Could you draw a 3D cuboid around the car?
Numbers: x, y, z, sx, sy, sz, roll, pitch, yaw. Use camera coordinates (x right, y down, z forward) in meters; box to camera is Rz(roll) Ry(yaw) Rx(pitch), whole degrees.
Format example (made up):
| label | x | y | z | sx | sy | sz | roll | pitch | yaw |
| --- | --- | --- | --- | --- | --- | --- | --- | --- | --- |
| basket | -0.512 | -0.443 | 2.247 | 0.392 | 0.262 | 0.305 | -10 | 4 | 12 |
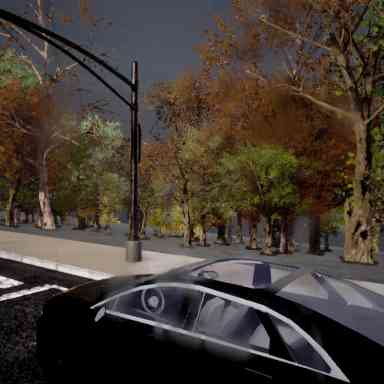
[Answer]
| label | x | y | z | sx | sy | sz | roll | pitch | yaw |
| --- | --- | --- | --- | --- | --- | --- | --- | --- | --- |
| car | 0.229 | 1.491 | 3.513 | 4.902 | 1.511 | 2.128 | 0 | 0 | 37 |
